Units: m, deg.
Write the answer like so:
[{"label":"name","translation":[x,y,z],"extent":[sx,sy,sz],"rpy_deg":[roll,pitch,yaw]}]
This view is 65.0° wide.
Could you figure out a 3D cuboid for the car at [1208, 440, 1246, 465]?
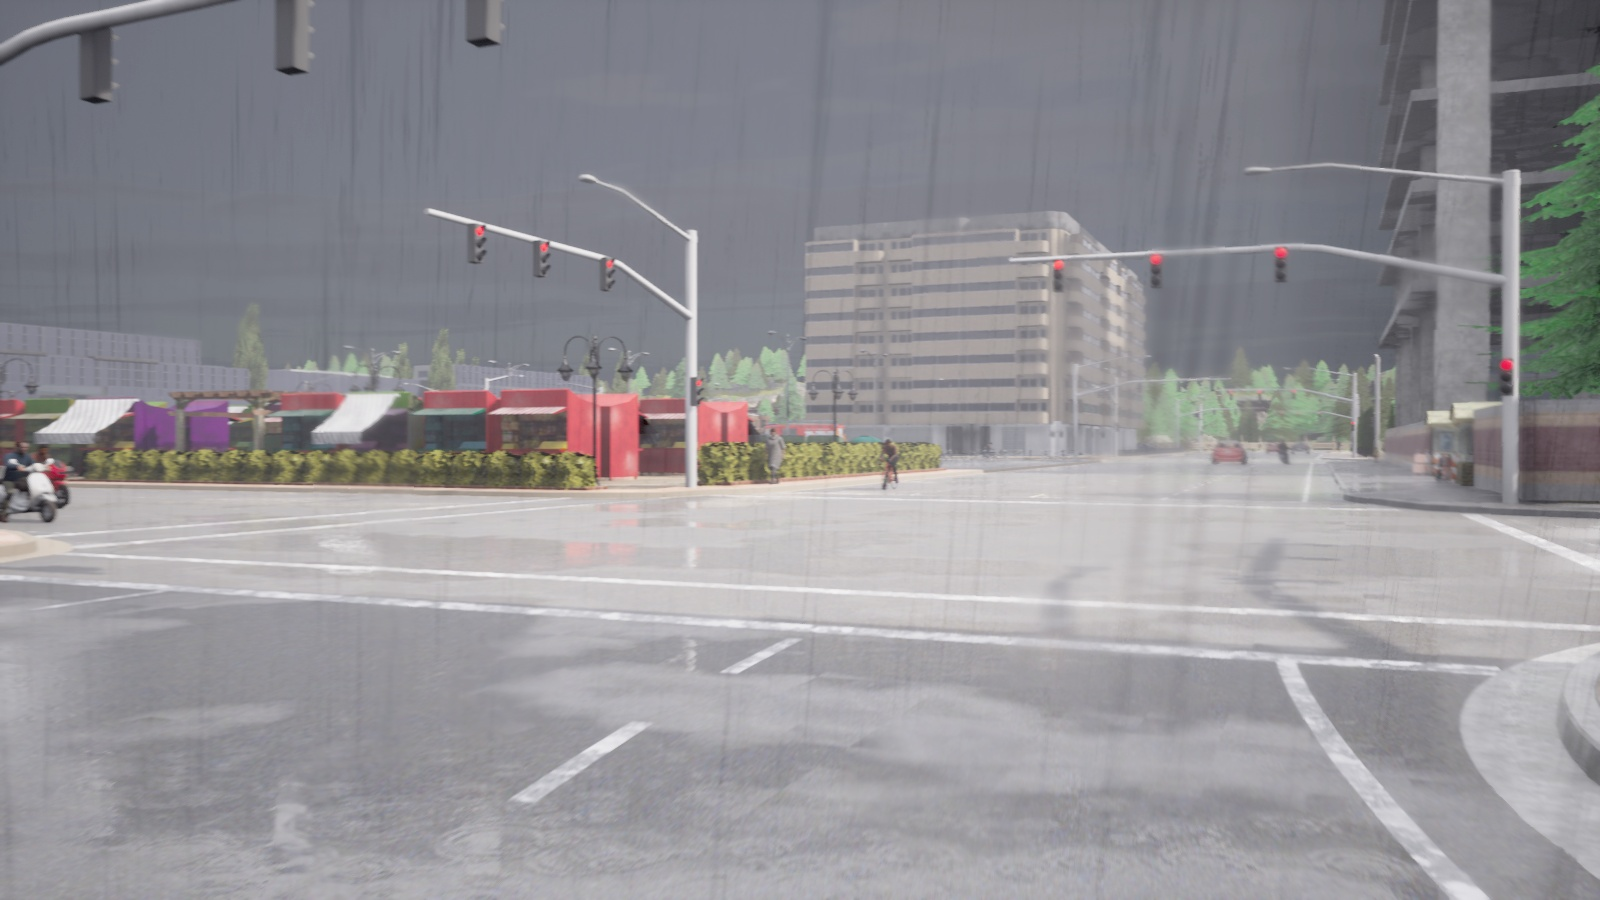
[{"label":"car","translation":[29.634,0.162,87.117],"extent":[2.242,1.667,4.611],"rpy_deg":[0,0,22]}]

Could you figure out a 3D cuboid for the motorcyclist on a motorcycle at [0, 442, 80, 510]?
[{"label":"motorcyclist on a motorcycle","translation":[-17.795,0.580,29.142],"extent":[2.044,1.523,0.797],"rpy_deg":[0,0,23]}]

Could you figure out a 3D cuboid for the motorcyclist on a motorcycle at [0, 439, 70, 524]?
[{"label":"motorcyclist on a motorcycle","translation":[-15.132,0.585,24.239],"extent":[1.817,1.590,0.866],"rpy_deg":[0,0,23]}]

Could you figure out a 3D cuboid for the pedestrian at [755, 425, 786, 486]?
[{"label":"pedestrian","translation":[-0.954,0.170,40.309],"extent":[0.659,1.952,0.873],"rpy_deg":[0,0,25]}]

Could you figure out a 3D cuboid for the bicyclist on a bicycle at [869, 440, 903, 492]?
[{"label":"bicyclist on a bicycle","translation":[2.744,0.480,39.793],"extent":[0.582,1.620,1.656],"rpy_deg":[0,1,22]}]
